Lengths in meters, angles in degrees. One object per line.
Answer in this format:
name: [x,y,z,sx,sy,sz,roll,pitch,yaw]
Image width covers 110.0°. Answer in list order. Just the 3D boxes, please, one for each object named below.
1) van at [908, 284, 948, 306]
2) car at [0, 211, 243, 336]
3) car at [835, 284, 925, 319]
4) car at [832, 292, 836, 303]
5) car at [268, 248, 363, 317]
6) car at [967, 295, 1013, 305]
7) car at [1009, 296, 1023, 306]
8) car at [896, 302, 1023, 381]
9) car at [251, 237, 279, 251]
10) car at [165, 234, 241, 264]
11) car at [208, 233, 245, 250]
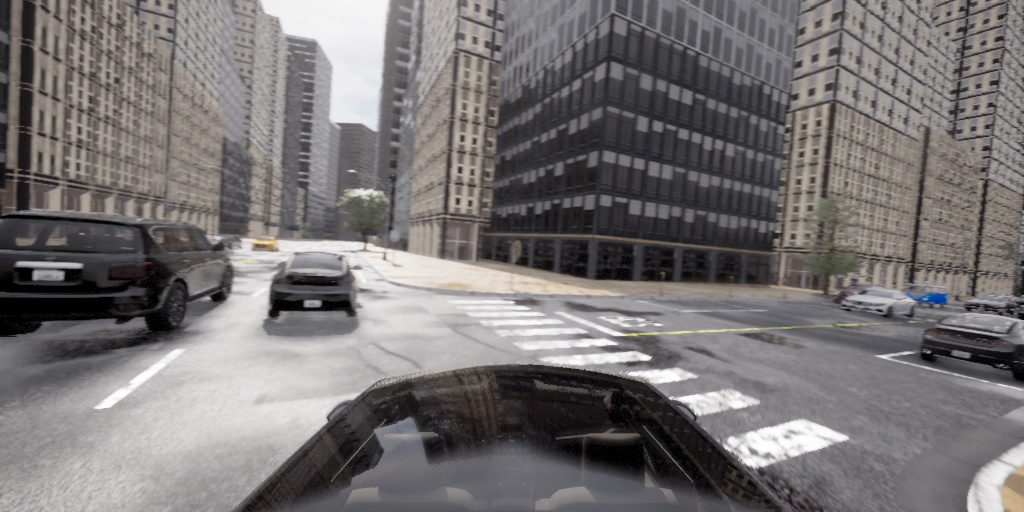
van: [33.897,3.244,29.436,3.998,1.789,1.690,0,0,-26]
car: [-7.758,0.224,7.534,2.150,2.045,5.566,3,2,-26]
car: [20.321,2.545,19.791,4.674,1.442,1.812,4,2,-26]
car: [23.802,2.627,24.448,4.097,1.591,1.967,0,0,-26]
car: [-5.272,0.632,9.849,1.837,1.490,4.892,4,2,-26]
car: [38.156,3.848,28.495,5.357,1.411,2.033,4,2,-26]
car: [35.863,3.769,23.963,5.357,1.411,2.033,4,2,-26]
car: [12.381,2.192,9.333,4.403,1.370,2.007,0,0,-26]
car: [-26.002,-1.305,37.936,1.882,1.535,5.008,3,1,-25]
car: [-18.177,-0.460,21.406,2.128,1.511,4.902,3,1,-25]
car: [-28.883,-1.447,36.431,1.837,1.490,4.892,3,1,-25]
